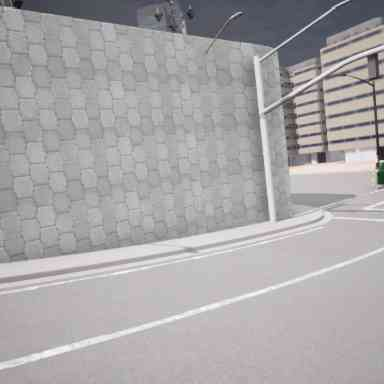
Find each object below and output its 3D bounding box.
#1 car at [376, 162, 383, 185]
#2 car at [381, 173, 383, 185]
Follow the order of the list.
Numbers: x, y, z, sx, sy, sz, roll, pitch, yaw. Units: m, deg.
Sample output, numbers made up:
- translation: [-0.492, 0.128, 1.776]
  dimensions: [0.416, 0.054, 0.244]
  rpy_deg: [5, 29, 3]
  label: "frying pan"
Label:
- translation: [15.407, -1.261, 22.310]
  dimensions: [2.150, 2.045, 5.566]
  rpy_deg: [-10, 6, -35]
  label: "car"
- translation: [13.945, -0.422, 18.457]
  dimensions: [2.033, 1.411, 5.357]
  rpy_deg: [-10, 6, -35]
  label: "car"
